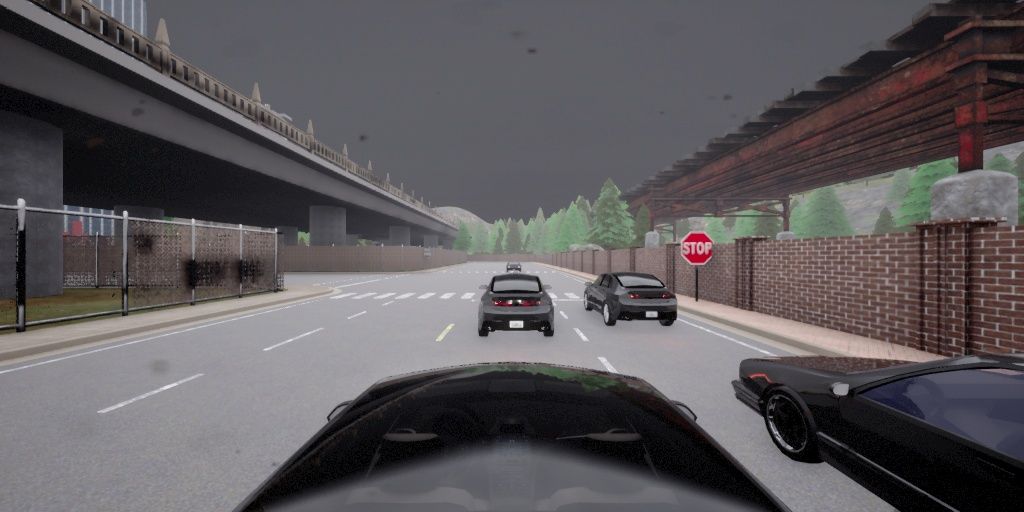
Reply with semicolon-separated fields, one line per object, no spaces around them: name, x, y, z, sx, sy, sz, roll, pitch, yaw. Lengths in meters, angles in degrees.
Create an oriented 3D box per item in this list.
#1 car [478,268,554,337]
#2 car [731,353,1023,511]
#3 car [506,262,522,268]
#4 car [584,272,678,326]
car;0.103;1.255;10.293;1.837;1.490;4.892;0;0;0
car;3.600;1.297;1.904;2.033;1.411;5.357;0;0;0
car;0.218;1.351;45.472;1.895;1.301;4.718;0;0;-1
car;3.605;1.255;11.651;1.837;1.490;4.892;0;0;0
